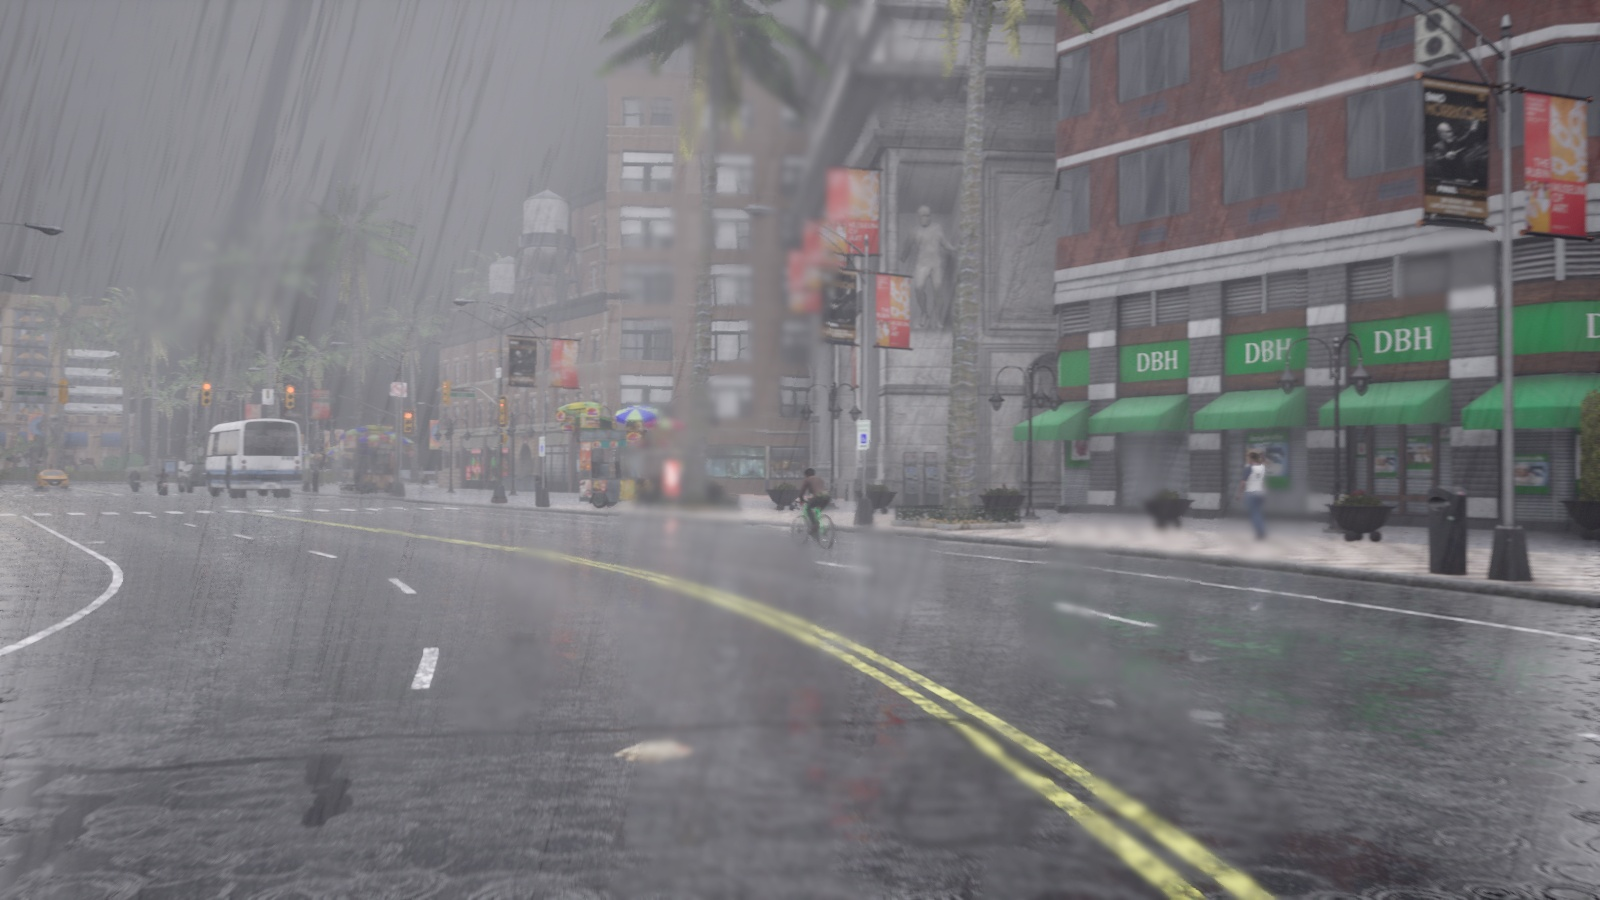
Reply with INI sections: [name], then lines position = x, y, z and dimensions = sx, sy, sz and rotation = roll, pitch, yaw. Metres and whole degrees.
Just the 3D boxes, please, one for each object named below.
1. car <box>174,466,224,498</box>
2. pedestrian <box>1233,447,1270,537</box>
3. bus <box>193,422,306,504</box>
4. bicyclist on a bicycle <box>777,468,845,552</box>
[car]
position = -40.158, 2.141, 83.849
dimensions = 2.150, 2.045, 5.566
rotation = 0, -1, -35
[pedestrian]
position = 9.305, 0.858, 25.901
dimensions = 0.354, 1.836, 0.706
rotation = 0, -1, -17
[bus]
position = -31.242, 0.785, 70.991
dimensions = 3.944, 4.253, 10.273
rotation = 0, -1, -35
[bicyclist on a bicycle]
position = 0.200, 1.187, 25.127
dimensions = 0.582, 1.620, 1.656
rotation = 0, -1, -30
